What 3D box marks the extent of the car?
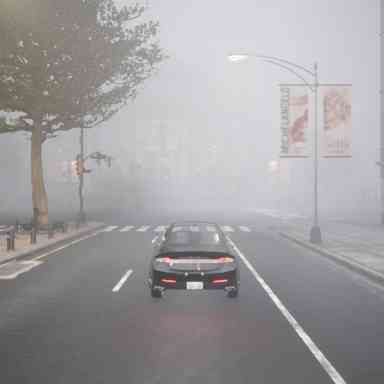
[{"bbox_3d":[0.061,1.491,8.489,2.128,1.511,4.902,0,0,0],"label":"car"}]
